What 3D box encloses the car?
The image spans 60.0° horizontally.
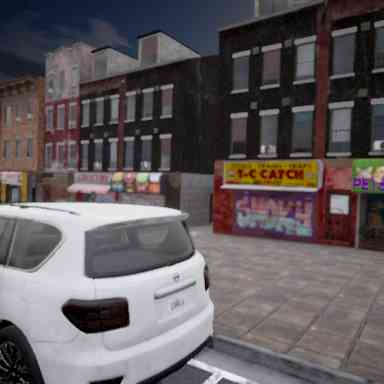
[{"bbox_3d":[-2.344,1.146,4.874,5.566,2.045,2.150,1,1,35],"label":"car"}]
